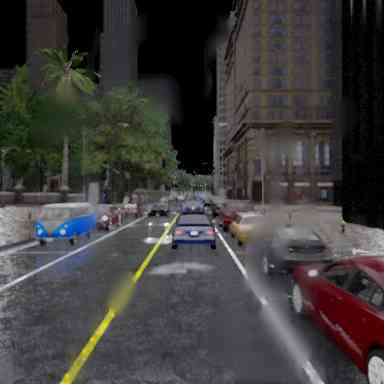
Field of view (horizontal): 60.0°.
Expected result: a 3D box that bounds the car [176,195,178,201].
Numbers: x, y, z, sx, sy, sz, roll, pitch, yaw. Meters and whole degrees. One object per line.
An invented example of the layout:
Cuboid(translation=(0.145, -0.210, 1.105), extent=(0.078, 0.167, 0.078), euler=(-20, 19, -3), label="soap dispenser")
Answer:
Cuboid(translation=(-5.772, 1.672, 90.775), extent=(2.192, 1.841, 5.009), euler=(0, 0, 0), label="car")

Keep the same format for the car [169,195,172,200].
Cuboid(translation=(-5.770, 1.725, 69.093), extent=(1.967, 1.590, 4.097), euler=(0, 0, 0), label="car")

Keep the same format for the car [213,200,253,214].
Cuboid(translation=(2.757, 1.409, 20.947), extent=(2.192, 1.841, 5.009), euler=(0, 0, 0), label="car")

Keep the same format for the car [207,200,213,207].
Cuboid(translation=(2.758, 1.706, 31.796), extent=(1.947, 1.339, 4.313), euler=(0, 0, 0), label="car")

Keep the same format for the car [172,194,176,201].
Cuboid(translation=(-5.771, 1.780, 85.354), extent=(1.967, 1.590, 4.097), euler=(0, 0, 0), label="car")

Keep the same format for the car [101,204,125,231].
Cuboid(translation=(-5.768, 1.534, 20.962), extent=(1.967, 1.590, 4.097), euler=(0, 0, 0), label="car")

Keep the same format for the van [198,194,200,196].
Cuboid(translation=(2.755, 1.645, 74.495), extent=(1.690, 1.788, 3.998), euler=(0, 0, 0), label="van")

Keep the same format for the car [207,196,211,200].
Cuboid(translation=(2.756, 1.810, 58.233), extent=(1.947, 1.339, 4.313), euler=(0, 0, 0), label="car")

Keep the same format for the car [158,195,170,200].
Cuboid(translation=(-5.769, 1.815, 63.672), extent=(2.008, 1.369, 4.403), euler=(0, 0, 0), label="car")

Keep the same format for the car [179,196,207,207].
Cuboid(translation=(0.097, 1.492, 31.995), extent=(2.097, 1.767, 4.553), euler=(0, 0, 0), label="car")

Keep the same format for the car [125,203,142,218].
Cuboid(translation=(-5.768, 1.721, 31.813), extent=(1.802, 1.307, 4.206), euler=(0, 0, 0), label="car")

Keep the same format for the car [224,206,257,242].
Cuboid(translation=(2.758, 1.596, 15.691), extent=(1.752, 1.417, 4.829), euler=(0, 0, 0), label="car")

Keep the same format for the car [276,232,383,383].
Cuboid(translation=(2.758, 1.566, 4.671), extent=(1.887, 1.381, 4.507), euler=(0, 0, 0), label="car")

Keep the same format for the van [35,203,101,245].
Cuboid(translation=(-5.768, 1.411, 15.536), extent=(1.690, 1.788, 3.998), euler=(0, 0, 0), label="van")

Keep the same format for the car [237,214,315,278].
Cuboid(translation=(2.759, 1.597, 10.095), extent=(2.008, 1.369, 4.403), euler=(0, 0, 0), label="car")

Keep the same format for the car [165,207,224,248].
Cuboid(translation=(0.096, 1.616, 15.080), extent=(2.033, 1.411, 5.357), euler=(0, 0, 0), label="car")

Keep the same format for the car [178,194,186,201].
Cuboid(translation=(-3.006, 1.796, 90.956), extent=(1.812, 1.442, 4.674), euler=(0, 0, 0), label="car")

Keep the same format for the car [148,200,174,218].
Cuboid(translation=(-3.048, 1.740, 31.783), extent=(1.895, 1.301, 4.718), euler=(0, 0, 1), label="car")
